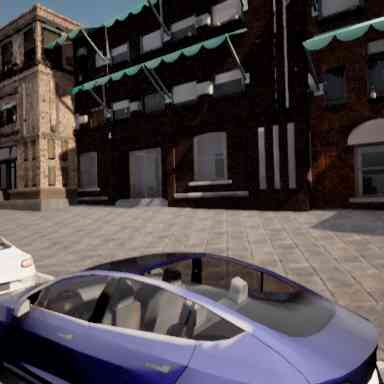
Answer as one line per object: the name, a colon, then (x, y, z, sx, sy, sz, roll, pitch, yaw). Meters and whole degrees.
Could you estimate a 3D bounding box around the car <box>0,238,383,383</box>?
car: (-0.603, 1.452, 3.746, 4.792, 1.488, 2.163, 0, 0, 35)

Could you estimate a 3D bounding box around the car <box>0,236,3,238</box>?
car: (-5.092, 1.461, 6.950, 4.674, 1.452, 2.002, 0, 0, 36)
